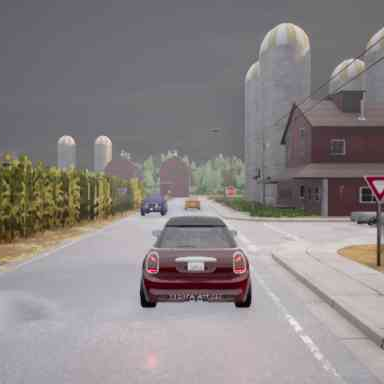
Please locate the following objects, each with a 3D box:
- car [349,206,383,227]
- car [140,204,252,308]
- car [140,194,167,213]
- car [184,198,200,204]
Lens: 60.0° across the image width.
[{"bbox_3d":[12.935,1.569,21.717,4.718,1.301,1.895,0,0,-1],"label":"car"},{"bbox_3d":[0.075,1.350,8.082,2.097,1.767,4.553,0,0,0],"label":"car"},{"bbox_3d":[-3.623,1.216,32.464,2.150,2.045,5.566,0,0,0],"label":"car"},{"bbox_3d":[-0.045,1.468,44.061,1.882,1.535,5.008,0,0,-3],"label":"car"}]
